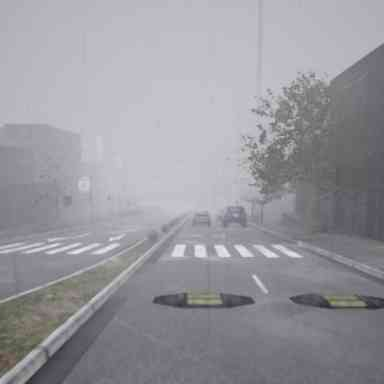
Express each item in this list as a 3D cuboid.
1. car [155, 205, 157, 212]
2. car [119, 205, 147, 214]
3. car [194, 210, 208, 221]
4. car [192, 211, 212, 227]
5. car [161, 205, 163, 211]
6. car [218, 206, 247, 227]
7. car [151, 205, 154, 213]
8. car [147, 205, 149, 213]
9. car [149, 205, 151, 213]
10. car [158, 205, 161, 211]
[{"bbox_3d":[-11.755,4.279,82.250,4.553,1.767,2.185,0,-2,-18],"label":"car"},{"bbox_3d":[-12.153,3.840,67.012,4.892,1.521,2.231,0,-2,-19],"label":"car"},{"bbox_3d":[1.318,3.291,46.796,1.895,1.301,4.718,0,-2,2],"label":"car"},{"bbox_3d":[0.987,2.696,34.199,2.128,1.511,4.902,0,-2,2],"label":"car"},{"bbox_3d":[-11.575,4.494,91.364,5.566,2.045,2.435,0,-2,-18],"label":"car"},{"bbox_3d":[4.177,2.425,33.650,2.150,2.045,5.566,0,-2,1],"label":"car"},{"bbox_3d":[-12.120,4.173,76.089,5.366,1.575,1.946,0,-2,-18],"label":"car"},{"bbox_3d":[-12.127,3.826,70.058,4.553,1.767,2.185,0,-3,-19],"label":"car"},{"bbox_3d":[-12.050,4.093,73.092,4.792,1.488,2.163,0,-2,-19],"label":"car"},{"bbox_3d":[-11.622,4.633,88.326,4.892,1.521,2.231,0,-2,-18],"label":"car"}]
